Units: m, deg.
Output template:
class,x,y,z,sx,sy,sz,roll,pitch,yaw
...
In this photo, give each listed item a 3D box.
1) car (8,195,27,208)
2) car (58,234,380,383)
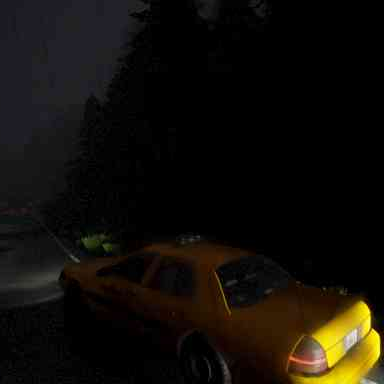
class,x,y,z,sx,sy,sz,roll,pitch,yaw
car,-20.989,1.059,40.157,2.128,1.511,4.902,-2,2,-26
car,-0.240,1.417,5.107,5.366,1.575,1.801,1,1,45
